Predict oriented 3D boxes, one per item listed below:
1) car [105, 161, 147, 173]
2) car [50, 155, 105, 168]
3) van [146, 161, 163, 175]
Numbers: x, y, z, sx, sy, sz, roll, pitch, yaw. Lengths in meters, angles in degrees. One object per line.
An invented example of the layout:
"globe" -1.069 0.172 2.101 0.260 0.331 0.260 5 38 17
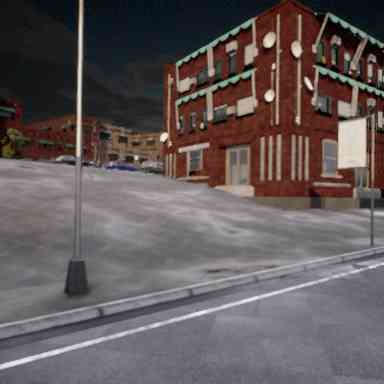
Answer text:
"car" -7.693 -2.556 36.340 2.002 1.452 4.674 0 -2 40
"car" -11.255 -2.741 32.097 2.002 1.452 4.674 0 -2 41
"van" -4.107 -2.609 40.741 1.878 1.987 4.442 0 -2 39
